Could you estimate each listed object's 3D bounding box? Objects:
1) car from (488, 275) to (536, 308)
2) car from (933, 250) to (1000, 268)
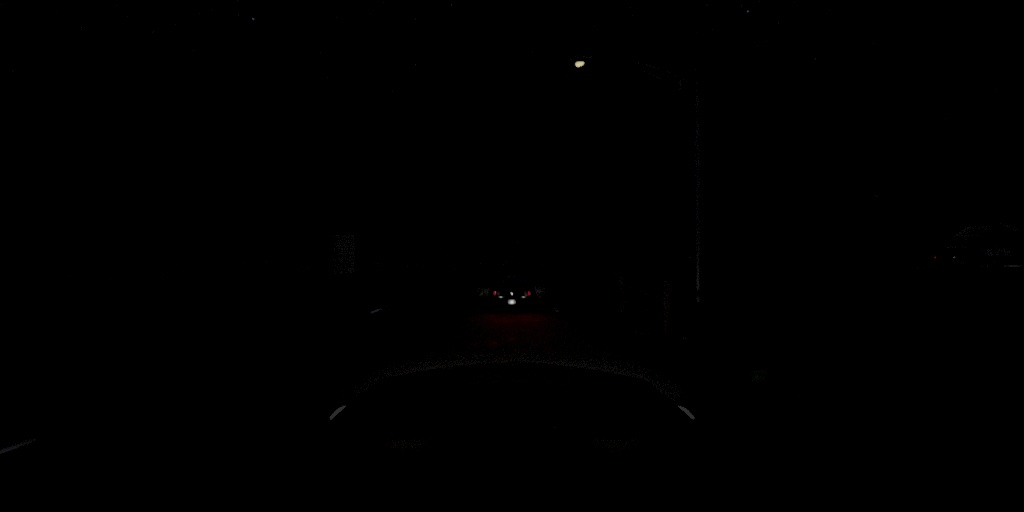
[{"bbox_3d":[0.000,1.490,15.967,1.895,1.301,4.718,0,-1,0],"label":"car"},{"bbox_3d":[43.675,0.174,34.462,4.553,1.767,2.097,-1,-1,0],"label":"car"}]
